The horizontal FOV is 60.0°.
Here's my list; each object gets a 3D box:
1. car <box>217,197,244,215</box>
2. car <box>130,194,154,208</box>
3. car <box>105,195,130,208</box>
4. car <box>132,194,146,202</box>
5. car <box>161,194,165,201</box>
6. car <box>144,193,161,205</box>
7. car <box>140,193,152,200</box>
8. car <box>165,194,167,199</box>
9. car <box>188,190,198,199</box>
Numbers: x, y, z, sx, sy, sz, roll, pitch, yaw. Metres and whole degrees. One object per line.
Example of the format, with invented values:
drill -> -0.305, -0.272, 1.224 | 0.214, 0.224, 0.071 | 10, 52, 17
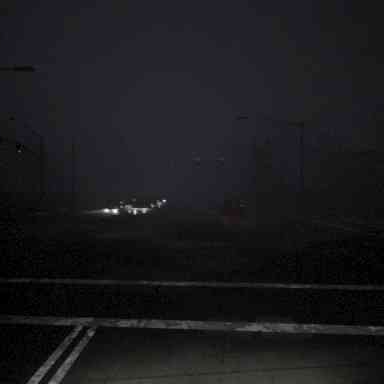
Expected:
car -> 3.749, 1.316, 33.334 | 2.097, 1.767, 4.553 | 0, 0, -3
car -> -6.898, 1.431, 46.022 | 1.994, 1.385, 4.181 | 0, 1, 1
car -> -10.400, 1.369, 45.410 | 2.128, 1.511, 4.902 | 0, 1, 1
car -> -10.320, 1.179, 64.556 | 1.994, 1.385, 4.181 | 0, 1, 0
car -> -6.819, 1.210, 64.830 | 1.895, 1.301, 4.718 | 0, 1, 0
car -> -6.849, 1.305, 55.253 | 2.033, 1.411, 5.357 | 0, 1, 0
car -> -10.289, 0.948, 75.174 | 2.033, 1.411, 5.357 | 0, 1, 0
car -> -6.789, 1.003, 75.178 | 1.895, 1.301, 4.718 | 0, 1, 0
car -> 0.215, 0.604, 76.582 | 2.150, 2.045, 5.566 | 0, 1, 0
